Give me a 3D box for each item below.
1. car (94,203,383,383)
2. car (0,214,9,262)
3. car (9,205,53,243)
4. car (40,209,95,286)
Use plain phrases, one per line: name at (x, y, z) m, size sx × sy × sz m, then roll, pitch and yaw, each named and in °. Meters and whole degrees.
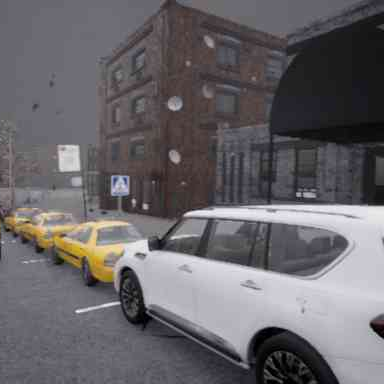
car at (0.815, 1.194, 4.847) m, size 2.435 × 2.045 × 5.566 m, roll -1°, pitch 0°, yaw -36°
car at (-7.968, 1.272, 11.373) m, size 2.150 × 2.045 × 5.566 m, roll -1°, pitch 0°, yaw -36°
car at (-9.143, 1.523, 18.446) m, size 1.946 × 1.575 × 5.366 m, roll -1°, pitch 0°, yaw -36°
car at (-2.616, 1.469, 9.533) m, size 1.946 × 1.575 × 5.366 m, roll -1°, pitch 0°, yaw -36°
